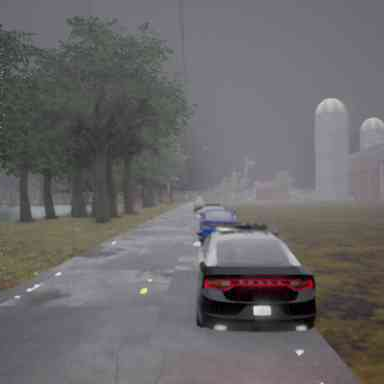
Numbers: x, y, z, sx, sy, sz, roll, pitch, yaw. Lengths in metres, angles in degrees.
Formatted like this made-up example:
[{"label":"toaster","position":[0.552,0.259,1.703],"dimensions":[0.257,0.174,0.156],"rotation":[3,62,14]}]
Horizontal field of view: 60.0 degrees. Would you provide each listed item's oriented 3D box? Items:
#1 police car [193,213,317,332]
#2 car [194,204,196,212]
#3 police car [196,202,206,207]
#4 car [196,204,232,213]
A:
[{"label":"police car","position":[1.053,1.487,7.268],"dimensions":[1.930,1.638,5.238],"rotation":[0,-1,1]},{"label":"car","position":[1.239,2.095,46.230],"dimensions":[1.895,1.301,4.718],"rotation":[0,-1,2]},{"label":"police car","position":[1.456,1.638,23.262],"dimensions":[1.930,1.638,5.238],"rotation":[0,-1,1]},{"label":"car","position":[1.302,1.631,17.154],"dimensions":[1.882,1.535,5.008],"rotation":[0,-1,1]}]
